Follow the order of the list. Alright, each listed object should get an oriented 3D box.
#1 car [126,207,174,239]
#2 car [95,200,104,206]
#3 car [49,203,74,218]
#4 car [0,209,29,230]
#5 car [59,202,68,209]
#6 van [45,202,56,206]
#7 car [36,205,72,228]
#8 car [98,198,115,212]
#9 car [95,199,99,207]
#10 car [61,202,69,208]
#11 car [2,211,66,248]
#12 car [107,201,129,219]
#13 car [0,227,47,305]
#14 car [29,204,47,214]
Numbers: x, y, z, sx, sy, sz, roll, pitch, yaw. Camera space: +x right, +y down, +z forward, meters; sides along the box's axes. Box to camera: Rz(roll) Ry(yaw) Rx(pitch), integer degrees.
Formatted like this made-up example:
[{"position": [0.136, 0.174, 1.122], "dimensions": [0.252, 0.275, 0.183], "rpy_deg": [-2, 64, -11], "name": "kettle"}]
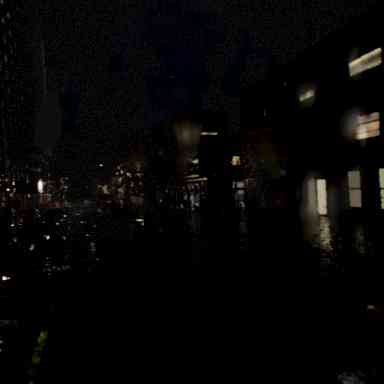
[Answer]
[{"position": [-2.214, 1.704, 18.646], "dimensions": [2.008, 1.369, 4.403], "rpy_deg": [-4, 0, -18], "name": "car"}, {"position": [-24.283, 2.827, 87.117], "dimensions": [1.947, 1.339, 4.313], "rpy_deg": [-4, 0, -18], "name": "car"}, {"position": [-14.216, 2.311, 36.950], "dimensions": [2.128, 1.511, 4.902], "rpy_deg": [-4, 0, -17], "name": "car"}, {"position": [-11.885, 2.047, 20.600], "dimensions": [2.192, 1.841, 5.009], "rpy_deg": [-4, 0, -18], "name": "car"}, {"position": [-30.515, 3.191, 79.137], "dimensions": [1.752, 1.417, 4.829], "rpy_deg": [-4, 0, -18], "name": "car"}, {"position": [-18.762, 2.418, 42.405], "dimensions": [1.690, 1.788, 3.998], "rpy_deg": [-4, 0, -18], "name": "van"}, {"position": [-11.118, 2.169, 27.133], "dimensions": [1.837, 1.490, 4.892], "rpy_deg": [-4, 0, -18], "name": "car"}, {"position": [-12.484, 1.985, 50.225], "dimensions": [2.192, 1.841, 5.009], "rpy_deg": [-4, 0, -18], "name": "car"}, {"position": [-20.926, 2.408, 76.576], "dimensions": [2.192, 1.841, 5.009], "rpy_deg": [-4, 0, -18], "name": "car"}, {"position": [-32.203, 3.275, 84.407], "dimensions": [1.752, 1.417, 4.829], "rpy_deg": [-4, 0, -18], "name": "car"}, {"position": [-8.040, 2.057, 17.495], "dimensions": [2.033, 1.411, 5.357], "rpy_deg": [-4, 0, -18], "name": "car"}, {"position": [-7.166, 1.954, 33.720], "dimensions": [2.008, 1.369, 4.403], "rpy_deg": [-4, 0, -18], "name": "car"}, {"position": [-5.174, 1.930, 8.569], "dimensions": [1.994, 1.385, 4.181], "rpy_deg": [-4, 0, -18], "name": "car"}, {"position": [-15.167, 2.337, 31.169], "dimensions": [1.967, 1.590, 4.097], "rpy_deg": [-4, 0, -18], "name": "car"}]
